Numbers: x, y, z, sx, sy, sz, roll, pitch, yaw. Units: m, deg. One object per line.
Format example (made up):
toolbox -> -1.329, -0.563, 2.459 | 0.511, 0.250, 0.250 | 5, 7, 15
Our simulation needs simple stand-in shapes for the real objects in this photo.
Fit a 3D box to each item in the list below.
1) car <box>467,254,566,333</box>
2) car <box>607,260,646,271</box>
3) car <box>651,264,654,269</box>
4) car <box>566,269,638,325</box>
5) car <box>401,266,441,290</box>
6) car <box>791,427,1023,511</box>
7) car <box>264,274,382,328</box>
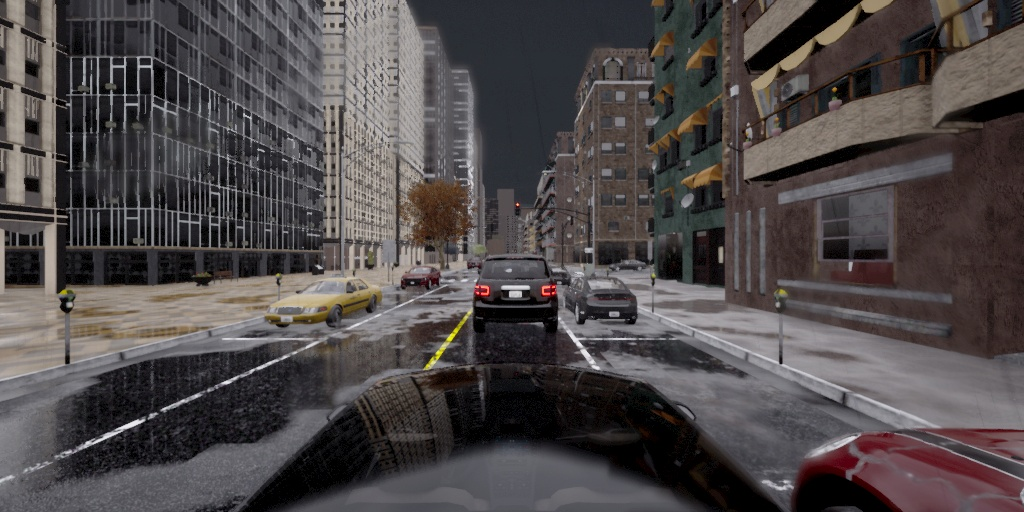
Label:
car -> 0.097, 0.972, 10.904 | 2.150, 2.045, 5.566 | 0, 0, 0
car -> 13.466, 1.107, 42.098 | 4.403, 1.370, 2.007 | 0, 0, -1
car -> 18.863, 1.004, 42.149 | 4.829, 1.417, 1.751 | 0, 0, -1
car -> 2.696, 1.301, 11.625 | 2.007, 1.370, 4.403 | 0, 0, 0
car -> -5.676, 1.298, 22.698 | 1.888, 1.381, 4.507 | 0, 0, 0
car -> 2.686, 1.190, 0.560 | 1.967, 1.591, 4.097 | 0, 0, 0
car -> -5.685, 1.276, 11.462 | 1.751, 1.417, 4.829 | 0, 0, 0
